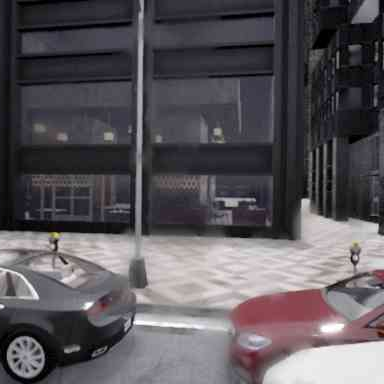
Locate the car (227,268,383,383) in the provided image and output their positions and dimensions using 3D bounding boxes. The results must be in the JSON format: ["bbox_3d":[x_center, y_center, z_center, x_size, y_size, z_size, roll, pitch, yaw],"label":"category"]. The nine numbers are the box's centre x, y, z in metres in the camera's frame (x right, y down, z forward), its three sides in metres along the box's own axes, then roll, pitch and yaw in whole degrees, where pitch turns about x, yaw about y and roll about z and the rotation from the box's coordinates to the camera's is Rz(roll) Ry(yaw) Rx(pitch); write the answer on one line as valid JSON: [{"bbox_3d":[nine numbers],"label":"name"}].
[{"bbox_3d":[2.541,1.625,3.975,4.206,1.307,1.802,1,0,9],"label":"car"}]

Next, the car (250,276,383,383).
[{"bbox_3d":[2.779,1.567,2.057,4.674,1.442,1.812,1,0,9],"label":"car"}]

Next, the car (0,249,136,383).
[{"bbox_3d":[-3.030,1.534,4.826,4.403,1.369,2.008,1,0,9],"label":"car"}]
